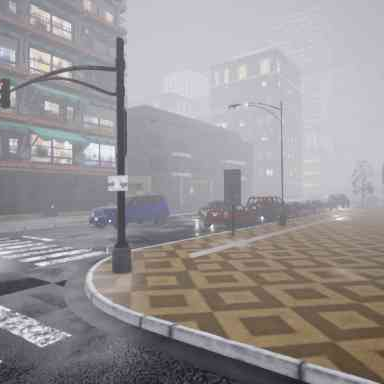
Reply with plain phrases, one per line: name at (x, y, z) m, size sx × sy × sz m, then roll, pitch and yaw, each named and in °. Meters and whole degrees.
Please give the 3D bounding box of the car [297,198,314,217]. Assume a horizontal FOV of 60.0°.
car at (9.120, 1.471, 29.760) m, size 1.802 × 1.307 × 4.206 m, roll -1°, pitch 0°, yaw 36°

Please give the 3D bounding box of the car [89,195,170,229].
car at (-3.812, 1.209, 21.311) m, size 2.150 × 2.045 × 5.566 m, roll -1°, pitch 0°, yaw 38°

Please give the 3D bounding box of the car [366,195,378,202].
car at (35.670, 1.334, 65.776) m, size 1.887 × 1.381 × 4.507 m, roll -1°, pitch 0°, yaw 36°

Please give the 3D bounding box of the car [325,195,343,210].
car at (15.757, 1.415, 38.764) m, size 2.008 × 1.369 × 4.403 m, roll -1°, pitch 0°, yaw 36°

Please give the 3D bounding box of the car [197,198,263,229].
car at (2.481, 1.353, 20.757) m, size 1.967 × 1.590 × 4.097 m, roll -1°, pitch 0°, yaw 36°

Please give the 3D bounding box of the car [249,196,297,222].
car at (5.798, 1.216, 25.259) m, size 2.192 × 1.841 × 5.009 m, roll -1°, pitch 0°, yaw 36°

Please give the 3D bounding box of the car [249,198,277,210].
car at (9.314, 1.489, 43.303) m, size 1.752 × 1.417 × 4.829 m, roll -1°, pitch 0°, yaw 36°

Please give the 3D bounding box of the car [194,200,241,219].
car at (2.367, 1.470, 29.723) m, size 1.837 × 1.490 × 4.892 m, roll -1°, pitch 0°, yaw 37°

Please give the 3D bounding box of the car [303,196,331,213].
car at (12.438, 1.421, 34.262) m, size 1.887 × 1.381 × 4.507 m, roll -1°, pitch 0°, yaw 36°

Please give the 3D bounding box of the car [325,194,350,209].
car at (19.074, 1.167, 43.267) m, size 2.192 × 1.841 × 5.009 m, roll -1°, pitch 0°, yaw 36°

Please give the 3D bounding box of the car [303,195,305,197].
car at (22.589, 1.439, 61.311) m, size 1.752 × 1.417 × 4.829 m, roll -1°, pitch 0°, yaw 36°

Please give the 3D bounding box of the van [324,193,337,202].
van at (29.326, 1.229, 70.452) m, size 1.690 × 1.788 × 3.998 m, roll -1°, pitch 0°, yaw 36°

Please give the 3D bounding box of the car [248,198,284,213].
car at (8.593, 1.490, 38.156) m, size 2.033 × 1.411 × 5.357 m, roll -1°, pitch 0°, yaw 37°
